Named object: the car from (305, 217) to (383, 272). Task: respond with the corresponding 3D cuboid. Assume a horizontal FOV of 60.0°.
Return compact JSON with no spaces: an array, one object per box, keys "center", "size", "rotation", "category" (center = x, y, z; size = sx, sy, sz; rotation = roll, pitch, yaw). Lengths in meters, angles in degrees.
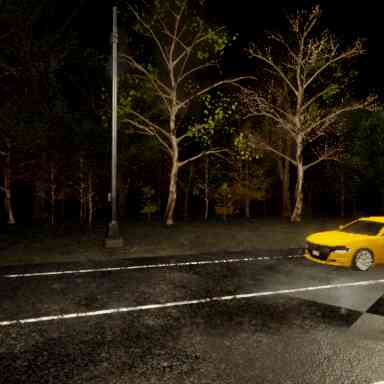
[{"center":[6.060,1.556,10.730],"size":[5.008,1.535,1.882],"rotation":[0,0,-19],"category":"car"}]
